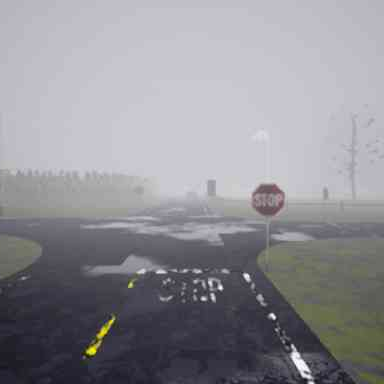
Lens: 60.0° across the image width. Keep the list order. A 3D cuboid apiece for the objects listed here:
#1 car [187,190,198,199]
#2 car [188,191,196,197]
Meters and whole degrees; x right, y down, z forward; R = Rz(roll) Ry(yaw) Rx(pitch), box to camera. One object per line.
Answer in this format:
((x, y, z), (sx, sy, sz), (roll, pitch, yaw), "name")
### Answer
((0.028, 0.438, 63.967), (2.097, 1.767, 4.553), (0, 1, 0), "car")
((-0.021, 0.456, 75.422), (1.895, 1.301, 4.718), (0, 1, 0), "car")
